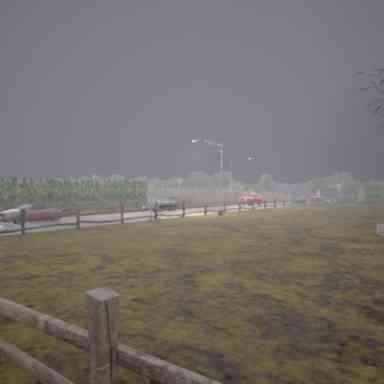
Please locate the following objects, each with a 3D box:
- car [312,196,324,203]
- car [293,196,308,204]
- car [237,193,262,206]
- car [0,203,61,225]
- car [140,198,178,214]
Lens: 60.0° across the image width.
[{"bbox_3d":[28.448,1.619,75.315,1.882,1.535,5.008,2,1,36],"label":"car"},{"bbox_3d":[21.058,1.564,64.791,2.128,1.511,4.902,2,1,35],"label":"car"},{"bbox_3d":[9.235,1.161,53.118,2.150,2.045,5.566,2,1,36],"label":"car"},{"bbox_3d":[-11.663,1.540,24.044,1.994,1.385,4.181,2,1,36],"label":"car"},{"bbox_3d":[-3.428,1.452,35.556,2.128,1.511,4.902,2,1,36],"label":"car"}]
